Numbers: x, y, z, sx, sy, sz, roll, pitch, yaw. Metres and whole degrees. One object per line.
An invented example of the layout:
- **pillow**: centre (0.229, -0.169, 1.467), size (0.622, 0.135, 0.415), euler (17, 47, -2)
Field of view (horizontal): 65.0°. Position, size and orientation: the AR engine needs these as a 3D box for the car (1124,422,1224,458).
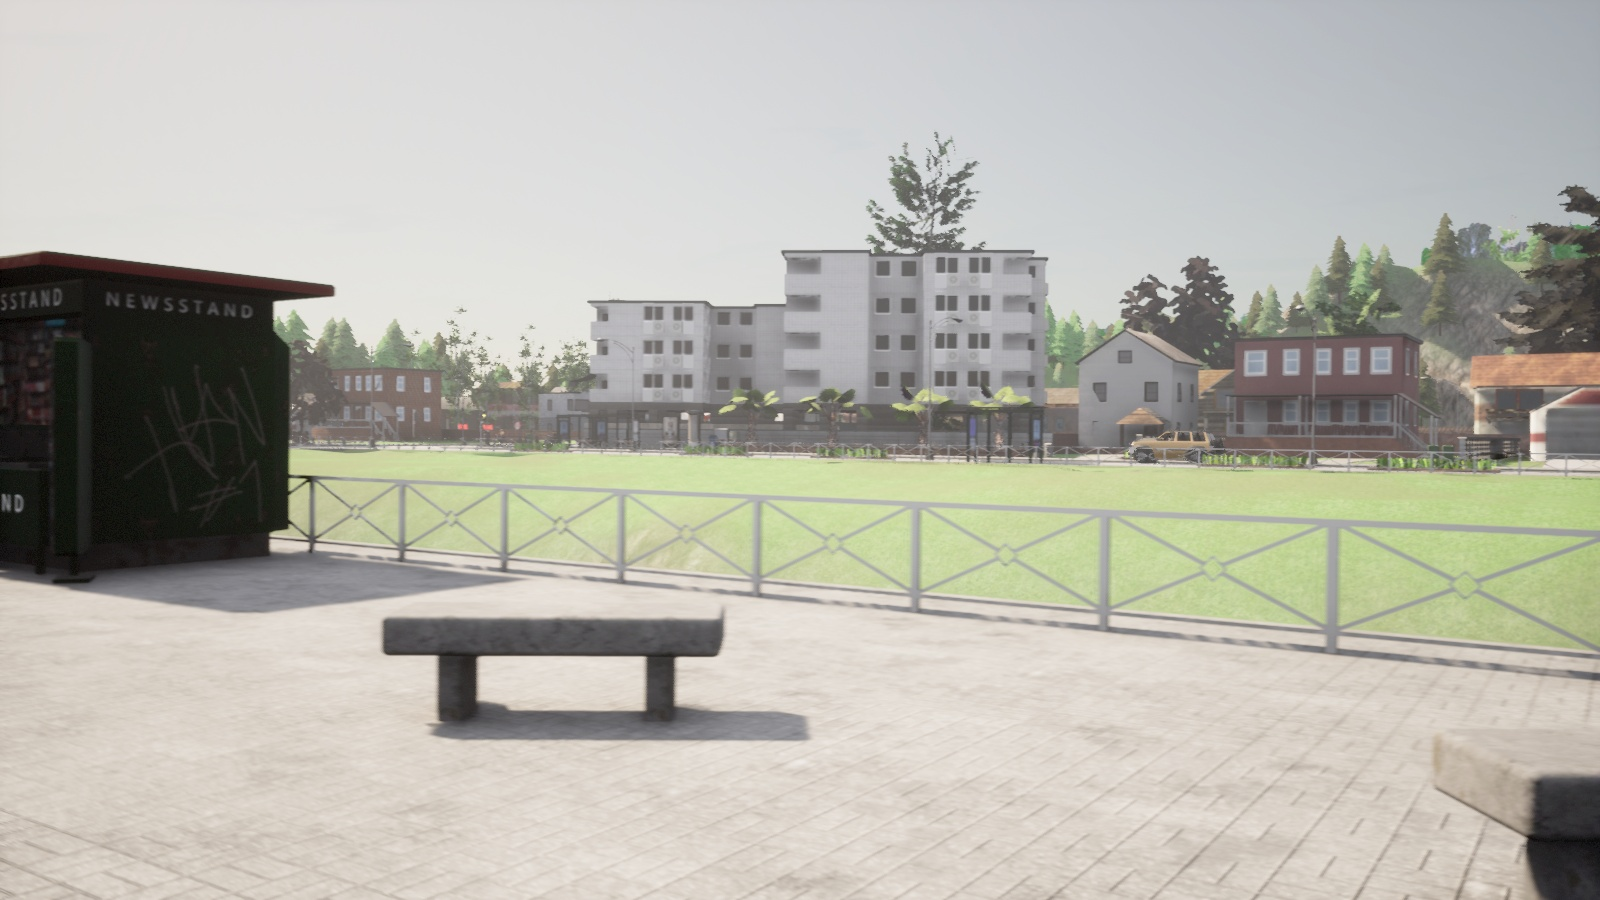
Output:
- **car**: centre (19.455, -0.520, 65.365), size (4.605, 1.855, 1.932), euler (0, 1, 34)
